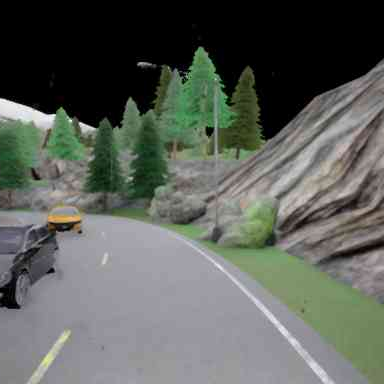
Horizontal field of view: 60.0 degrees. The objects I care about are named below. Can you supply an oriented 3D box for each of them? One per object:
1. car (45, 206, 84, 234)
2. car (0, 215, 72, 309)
[{"bbox_3d":[-7.512,1.587,19.685,1.882,1.535,5.008,0,0,-20],"label":"car"},{"bbox_3d":[-4.499,1.546,7.915,2.128,1.511,4.902,0,0,-10],"label":"car"}]
